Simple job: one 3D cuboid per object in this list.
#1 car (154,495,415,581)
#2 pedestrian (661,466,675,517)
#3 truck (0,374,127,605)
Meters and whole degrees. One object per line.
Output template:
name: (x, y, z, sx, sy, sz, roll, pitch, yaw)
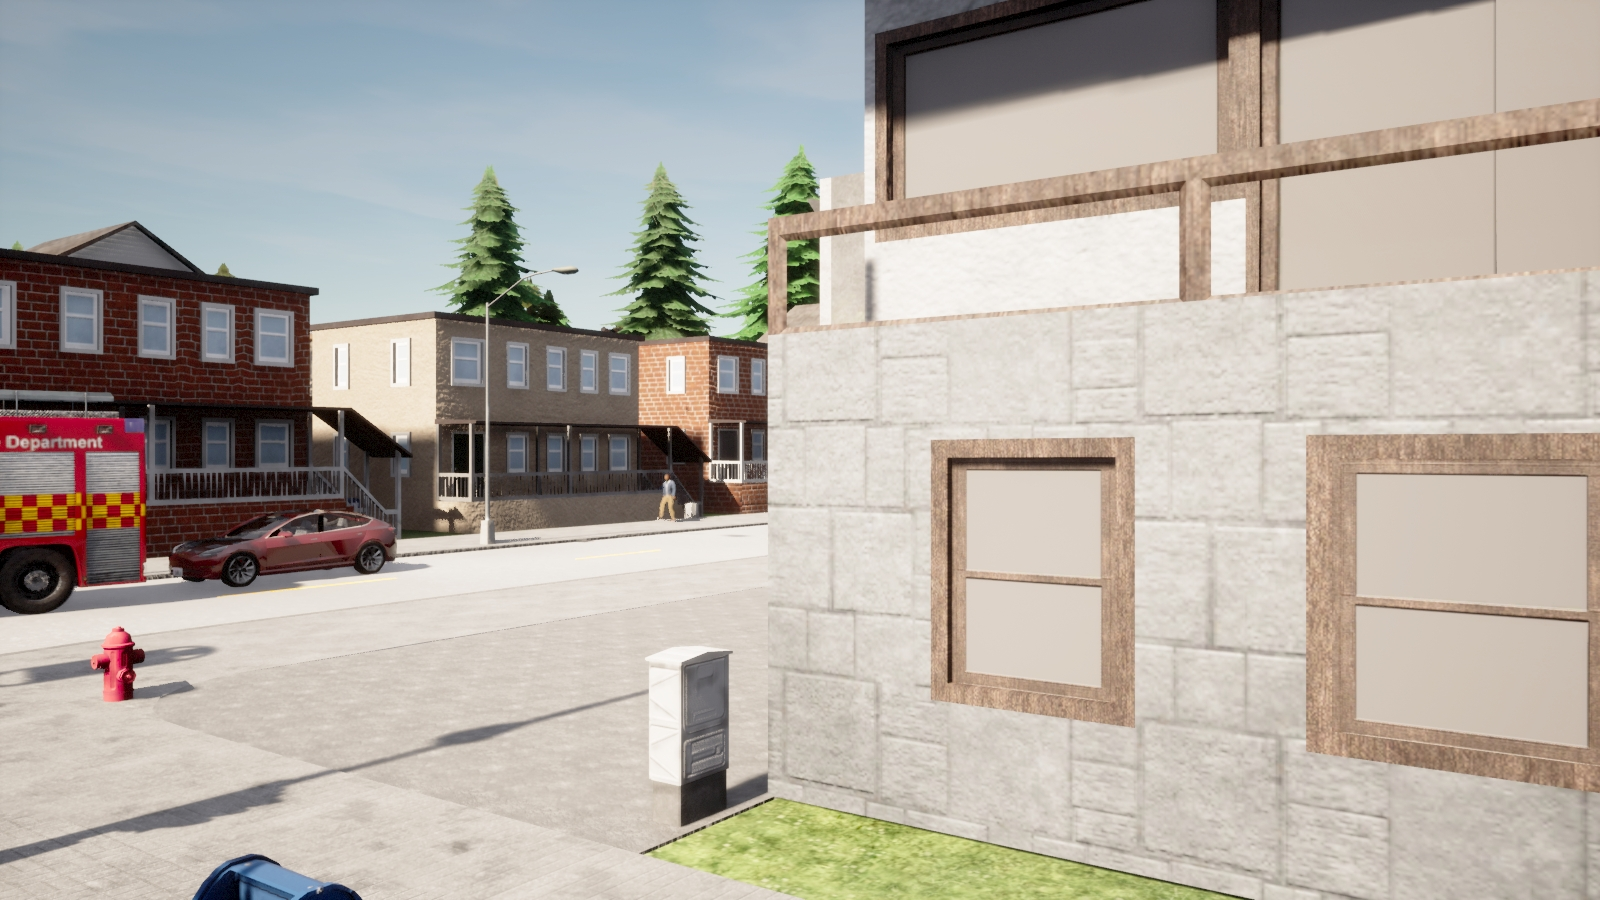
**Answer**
car: (-11.192, 1.843, 25.144, 2.163, 1.488, 4.792, 0, 0, 35)
pedestrian: (-4.868, 1.524, 42.163, 0.375, 1.860, 0.375, 0, 0, 35)
truck: (-15.914, 0.669, 18.188, 2.891, 3.827, 8.468, 0, 0, 43)
